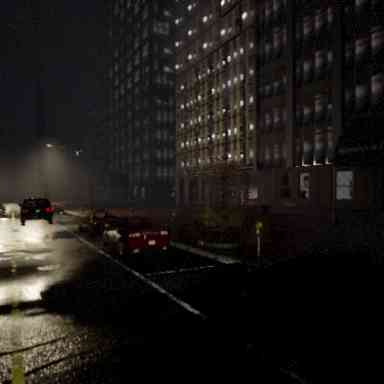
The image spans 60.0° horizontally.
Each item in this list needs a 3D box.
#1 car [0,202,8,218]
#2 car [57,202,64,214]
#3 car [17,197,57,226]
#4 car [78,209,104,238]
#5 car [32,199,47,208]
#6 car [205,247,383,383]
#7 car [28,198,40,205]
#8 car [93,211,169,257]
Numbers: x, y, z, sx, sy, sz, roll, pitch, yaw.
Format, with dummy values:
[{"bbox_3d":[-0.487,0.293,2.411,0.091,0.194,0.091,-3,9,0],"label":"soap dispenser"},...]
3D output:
[{"bbox_3d":[-20.058,1.817,33.982,1.837,1.490,4.892,0,-1,-28],"label":"car"},{"bbox_3d":[-15.888,1.847,38.254,1.887,1.381,4.507,-1,0,-28],"label":"car"},{"bbox_3d":[-12.263,1.440,26.063,2.150,2.045,5.566,0,0,-28],"label":"car"},{"bbox_3d":[-5.221,1.655,18.556,1.752,1.417,4.829,-1,0,-28],"label":"car"},{"bbox_3d":[-26.635,2.022,58.101,2.008,1.369,4.403,-1,0,-28],"label":"car"},{"bbox_3d":[2.036,1.485,4.478,1.882,1.535,5.008,0,0,-28],"label":"car"},{"bbox_3d":[-34.696,2.146,72.987,2.008,1.369,4.403,-1,0,-28],"label":"car"},{"bbox_3d":[-2.454,1.629,13.444,1.887,1.381,4.507,-1,0,-28],"label":"car"}]
